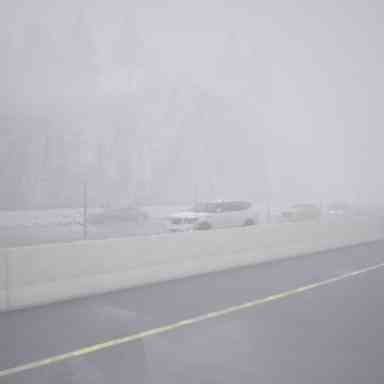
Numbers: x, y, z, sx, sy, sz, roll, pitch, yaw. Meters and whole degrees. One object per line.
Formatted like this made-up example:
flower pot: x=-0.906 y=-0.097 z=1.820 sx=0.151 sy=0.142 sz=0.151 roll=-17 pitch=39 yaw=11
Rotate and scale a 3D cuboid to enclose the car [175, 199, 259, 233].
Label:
car: x=1.326 y=1.419 z=18.266 sx=5.566 sy=2.045 sz=2.150 roll=0 pitch=-1 yaw=-39
